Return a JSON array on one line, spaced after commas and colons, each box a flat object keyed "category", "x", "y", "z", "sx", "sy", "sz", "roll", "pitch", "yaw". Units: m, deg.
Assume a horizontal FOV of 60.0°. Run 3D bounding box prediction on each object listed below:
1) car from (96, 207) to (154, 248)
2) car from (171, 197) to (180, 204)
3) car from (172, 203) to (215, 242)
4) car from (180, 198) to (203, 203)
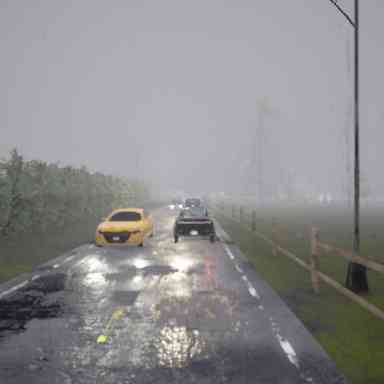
[{"category": "car", "x": -2.850, "y": 1.481, "z": 15.008, "sx": 1.882, "sy": 1.535, "sz": 5.008, "roll": 0, "pitch": 0, "yaw": 0}, {"category": "car", "x": -2.753, "y": 1.659, "z": 60.979, "sx": 1.895, "sy": 1.301, "sz": 4.718, "roll": 0, "pitch": 0, "yaw": 0}, {"category": "car", "x": 0.097, "y": 1.495, "z": 16.332, "sx": 2.128, "sy": 1.511, "sz": 4.902, "roll": 0, "pitch": 0, "yaw": 0}, {"category": "car", "x": 0.099, "y": 1.366, "z": 34.158, "sx": 2.097, "sy": 1.767, "sz": 4.553, "roll": 0, "pitch": 0, "yaw": 0}]
